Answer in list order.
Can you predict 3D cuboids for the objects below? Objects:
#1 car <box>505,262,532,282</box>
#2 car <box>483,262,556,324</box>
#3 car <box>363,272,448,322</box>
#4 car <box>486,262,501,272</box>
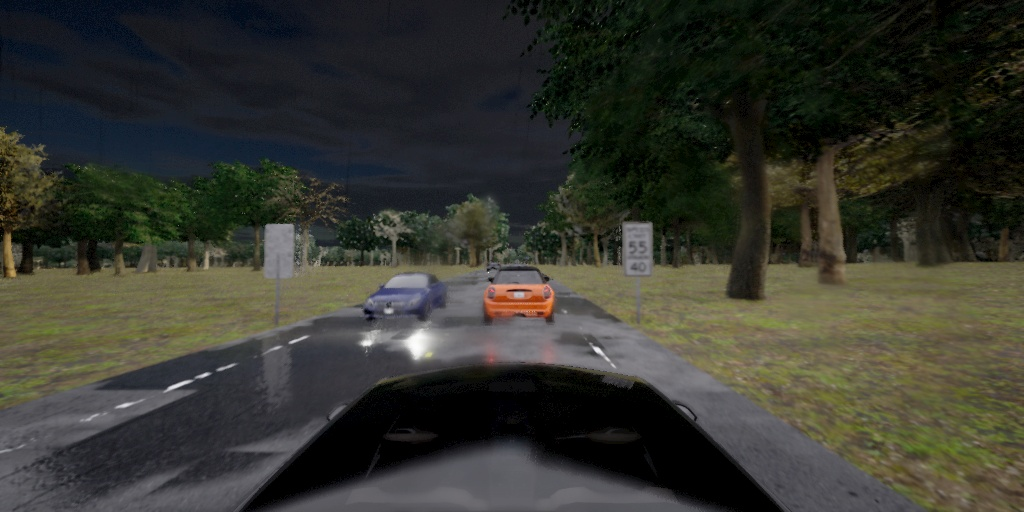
[{"bbox_3d":[0.572,1.334,30.606,2.128,1.511,4.902,0,0,1],"label":"car"},{"bbox_3d":[0.243,1.115,12.189,2.097,1.767,4.553,0,0,1],"label":"car"},{"bbox_3d":[-3.452,1.306,12.497,1.812,1.442,4.674,0,0,1],"label":"car"},{"bbox_3d":[-2.690,1.609,53.177,1.994,1.385,4.181,0,0,1],"label":"car"}]
